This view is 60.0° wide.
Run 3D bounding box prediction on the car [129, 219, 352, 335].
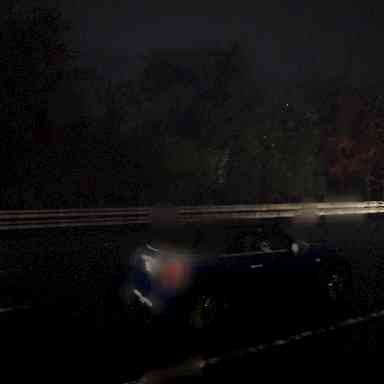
[{"bbox_3d":[1.123,1.337,6.844,4.553,1.767,2.097,0,0,-28],"label":"car"}]
